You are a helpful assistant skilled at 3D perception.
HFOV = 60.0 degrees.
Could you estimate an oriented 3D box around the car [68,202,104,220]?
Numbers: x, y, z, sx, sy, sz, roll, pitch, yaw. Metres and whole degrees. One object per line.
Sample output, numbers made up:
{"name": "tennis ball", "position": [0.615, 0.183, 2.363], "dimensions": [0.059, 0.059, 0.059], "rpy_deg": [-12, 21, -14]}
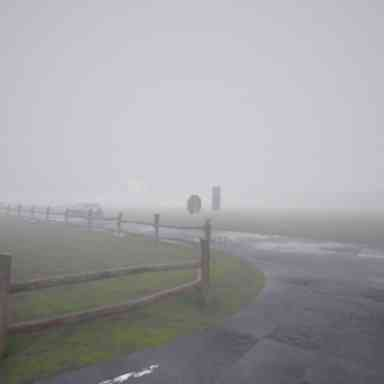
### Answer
{"name": "car", "position": [-10.864, 1.831, 33.741], "dimensions": [2.097, 1.767, 4.553], "rpy_deg": [1, -1, -44]}
